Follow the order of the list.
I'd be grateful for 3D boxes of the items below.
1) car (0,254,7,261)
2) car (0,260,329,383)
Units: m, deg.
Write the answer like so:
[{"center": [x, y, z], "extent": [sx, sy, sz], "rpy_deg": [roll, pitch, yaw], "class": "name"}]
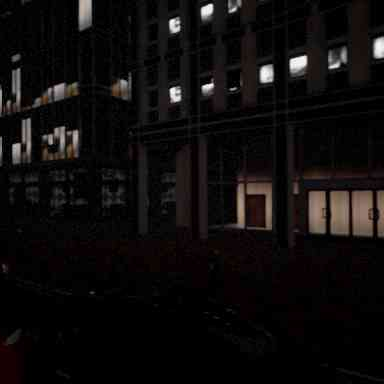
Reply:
[{"center": [-5.369, 1.526, 6.709], "extent": [4.097, 1.590, 1.967], "rpy_deg": [-1, 0, 36], "class": "car"}, {"center": [-0.773, 1.608, 3.426], "extent": [4.206, 1.307, 1.802], "rpy_deg": [-1, 0, 36], "class": "car"}]
